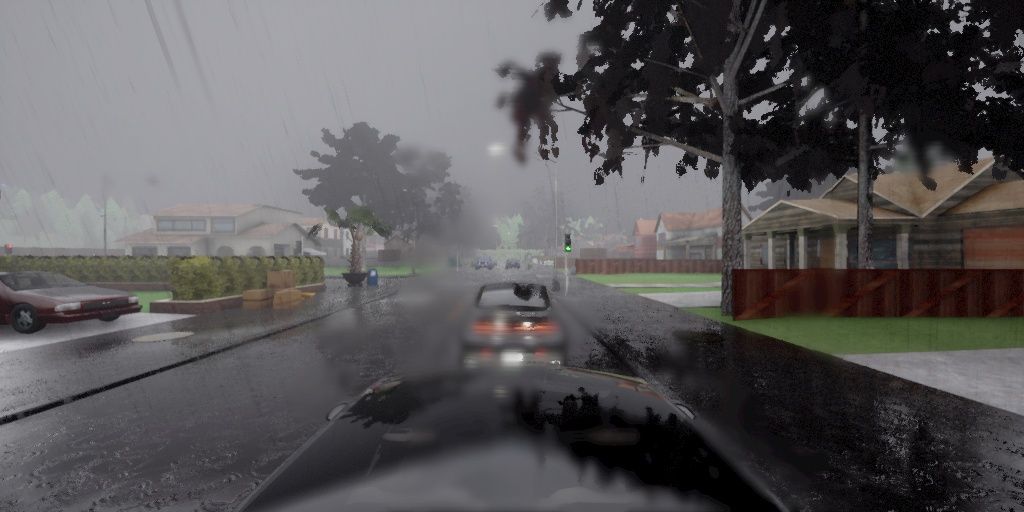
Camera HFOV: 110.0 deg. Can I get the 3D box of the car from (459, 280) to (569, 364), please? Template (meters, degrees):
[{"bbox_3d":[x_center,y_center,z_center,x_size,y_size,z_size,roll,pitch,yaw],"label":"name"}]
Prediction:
[{"bbox_3d":[0.048,1.253,7.634,1.837,1.490,4.892,0,0,1],"label":"car"}]

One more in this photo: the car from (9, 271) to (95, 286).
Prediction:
[{"bbox_3d":[-33.613,1.096,26.735,4.553,1.767,2.097,0,0,0],"label":"car"}]

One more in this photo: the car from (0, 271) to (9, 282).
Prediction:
[{"bbox_3d":[-43.845,1.235,30.838,4.902,1.511,2.128,0,0,0],"label":"car"}]

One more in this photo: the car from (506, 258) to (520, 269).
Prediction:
[{"bbox_3d":[0.148,1.088,57.160,2.097,1.767,4.553,0,0,0],"label":"car"}]

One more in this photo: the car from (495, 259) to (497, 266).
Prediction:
[{"bbox_3d":[-4.013,1.227,62.288,2.128,1.511,4.902,0,0,0],"label":"car"}]

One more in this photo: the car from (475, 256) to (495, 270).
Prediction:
[{"bbox_3d":[-4.050,0.959,52.238,2.150,2.045,5.566,0,0,0],"label":"car"}]
